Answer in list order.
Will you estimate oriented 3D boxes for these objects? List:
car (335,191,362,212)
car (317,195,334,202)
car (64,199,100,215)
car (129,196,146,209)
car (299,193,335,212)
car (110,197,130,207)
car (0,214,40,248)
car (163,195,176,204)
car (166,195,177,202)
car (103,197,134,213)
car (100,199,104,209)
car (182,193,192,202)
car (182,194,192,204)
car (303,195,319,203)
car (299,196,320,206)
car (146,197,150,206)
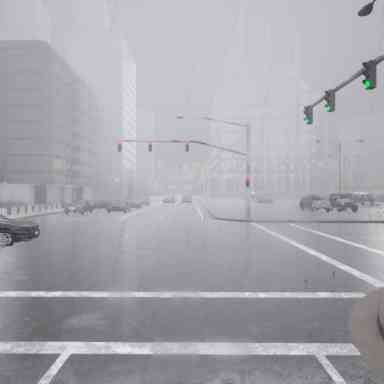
[{"bbox_3d":[16.053,1.155,35.696,1.905,1.878,3.866,0,0,0],"label":"car"},{"bbox_3d":[27.341,1.361,68.293,1.784,1.438,3.905,0,0,0],"label":"car"},{"bbox_3d":[-11.481,1.490,34.135,2.128,1.511,4.902,0,0,0],"label":"car"},{"bbox_3d":[-8.047,1.350,45.432,2.097,1.767,4.553,0,0,0],"label":"car"},{"bbox_3d":[13.159,1.152,35.744,1.932,1.855,4.605,0,0,0],"label":"car"},{"bbox_3d":[-11.592,1.545,53.943,2.033,1.411,5.357,0,0,0],"label":"car"},{"bbox_3d":[-9.146,1.477,14.214,5.008,1.535,1.882,0,0,-1],"label":"car"},{"bbox_3d":[-4.569,1.562,65.564,1.994,1.385,4.181,0,0,0],"label":"car"},{"bbox_3d":[-4.623,1.348,74.402,2.128,1.511,4.902,0,0,0],"label":"car"},{"bbox_3d":[-7.996,1.563,36.730,1.994,1.385,4.181,0,0,0],"label":"car"},{"bbox_3d":[-11.536,1.599,43.403,1.895,1.301,4.718,0,0,0],"label":"car"},{"bbox_3d":[-1.122,1.178,74.393,2.097,1.767,4.553,0,0,0],"label":"car"},{"bbox_3d":[-1.070,1.598,65.665,1.895,1.301,4.718,0,0,0],"label":"car"},{"bbox_3d":[24.446,1.393,68.286,1.970,1.475,3.806,0,0,0],"label":"car"},{"bbox_3d":[18.716,1.393,53.170,1.970,1.475,3.806,0,0,0],"label":"car"},{"bbox_3d":[-8.096,1.489,55.316,2.128,1.511,4.902,0,0,0],"label":"car"}]
